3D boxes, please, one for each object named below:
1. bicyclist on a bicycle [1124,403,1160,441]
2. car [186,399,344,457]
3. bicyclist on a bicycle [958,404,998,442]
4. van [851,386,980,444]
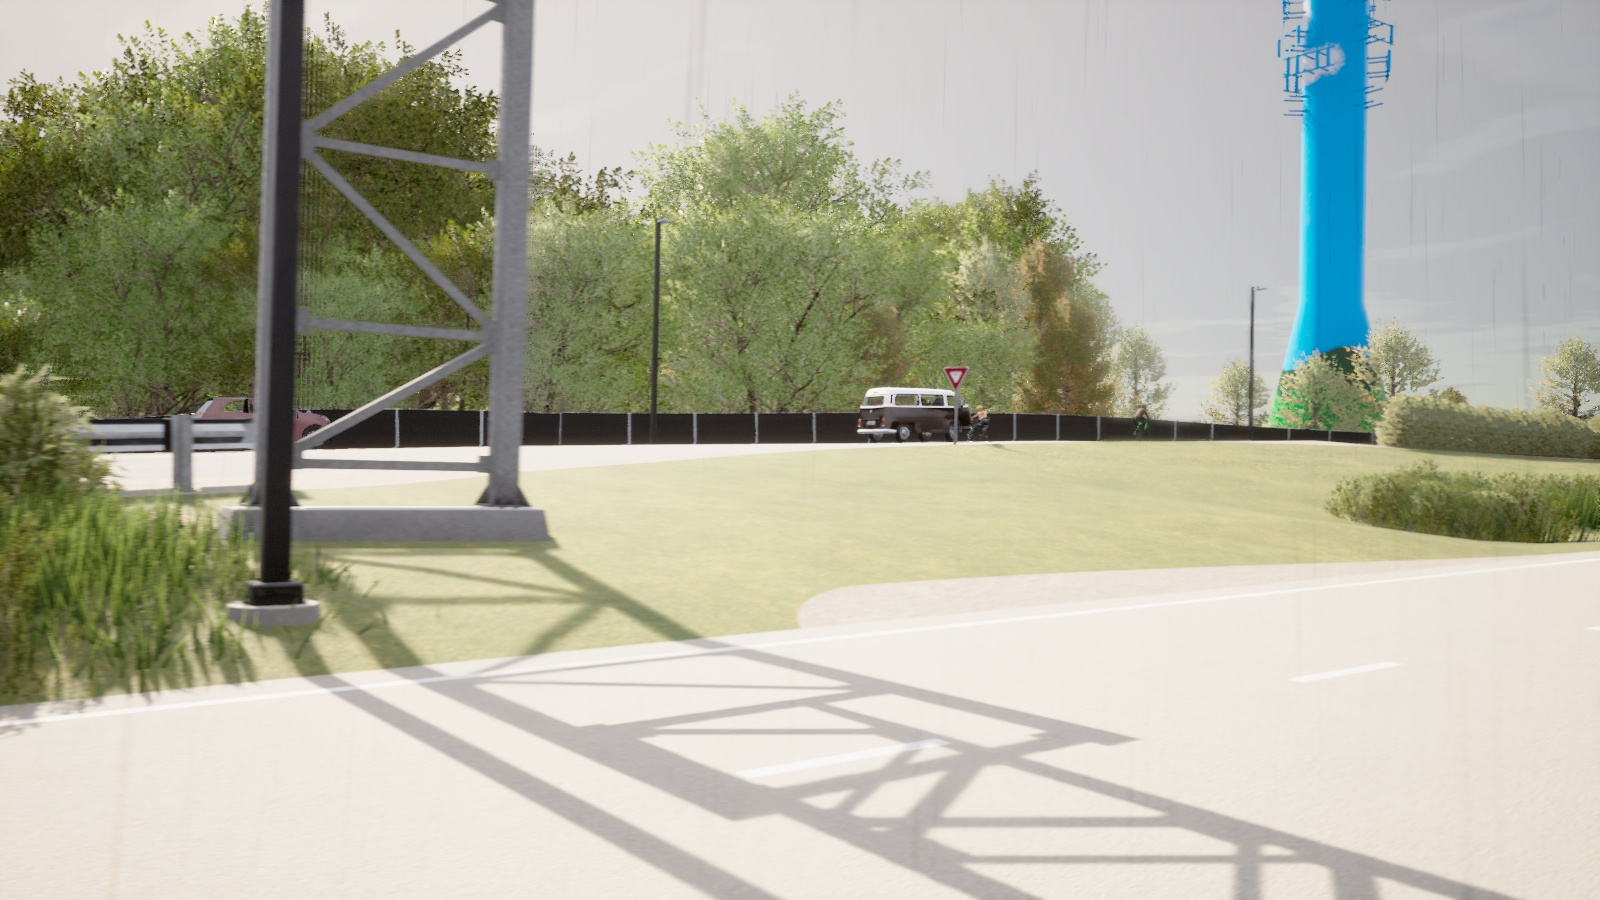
[{"bbox_3d":[14.829,-1.215,54.425,1.656,1.620,0.582,0,0,-34],"label":"bicyclist on a bicycle"},{"bbox_3d":[-14.706,-0.623,34.559,3.633,1.501,1.845,-2,1,-35],"label":"car"},{"bbox_3d":[7.575,-1.149,53.559,1.509,1.612,0.866,0,0,-37],"label":"bicyclist on a bicycle"},{"bbox_3d":[4.331,-1.300,46.806,4.480,2.038,2.069,-1,1,-36],"label":"van"}]
